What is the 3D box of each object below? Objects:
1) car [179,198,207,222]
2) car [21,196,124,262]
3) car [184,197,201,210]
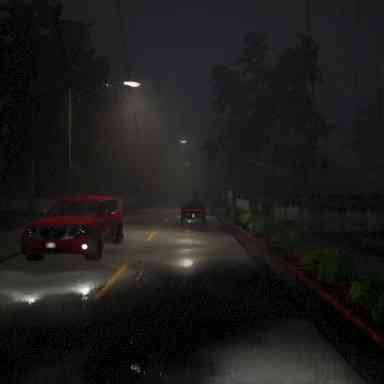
[{"bbox_3d":[0.094,1.412,25.493,1.837,1.490,4.892,0,0,0],"label":"car"},{"bbox_3d":[-4.035,1.179,12.326,2.150,2.045,5.566,0,0,1],"label":"car"},{"bbox_3d":[0.062,1.398,41.875,2.033,1.411,5.357,0,0,0],"label":"car"}]
